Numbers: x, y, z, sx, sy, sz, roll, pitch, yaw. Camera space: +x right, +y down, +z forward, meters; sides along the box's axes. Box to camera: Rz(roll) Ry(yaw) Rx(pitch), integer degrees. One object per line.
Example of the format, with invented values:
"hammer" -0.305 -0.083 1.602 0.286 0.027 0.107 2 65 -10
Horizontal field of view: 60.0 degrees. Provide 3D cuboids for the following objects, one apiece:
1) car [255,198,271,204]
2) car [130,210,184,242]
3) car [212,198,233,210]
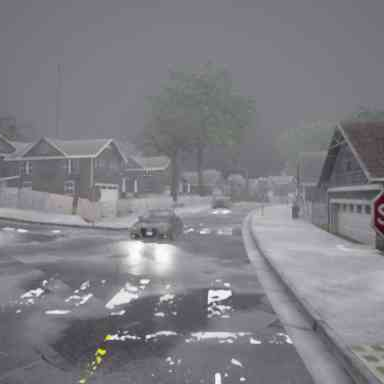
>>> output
"car" 14.203 1.571 66.191 2.033 1.411 5.357 0 -1 28
"car" -1.611 1.590 16.334 1.994 1.385 4.181 0 0 7
"car" 3.872 1.476 41.551 1.994 1.385 4.181 0 0 17
